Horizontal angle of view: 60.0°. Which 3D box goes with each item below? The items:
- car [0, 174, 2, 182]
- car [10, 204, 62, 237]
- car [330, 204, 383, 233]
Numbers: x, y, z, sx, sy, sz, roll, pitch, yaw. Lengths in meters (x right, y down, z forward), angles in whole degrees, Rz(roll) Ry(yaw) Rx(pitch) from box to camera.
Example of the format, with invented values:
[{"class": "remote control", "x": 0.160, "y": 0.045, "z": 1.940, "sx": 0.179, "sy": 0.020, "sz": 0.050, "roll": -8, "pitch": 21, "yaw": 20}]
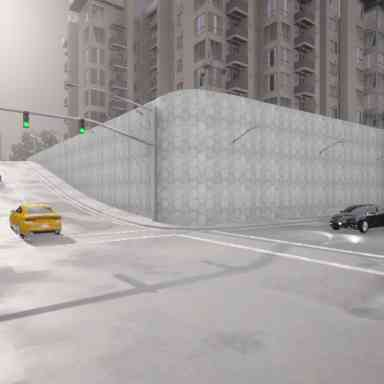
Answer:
[{"class": "car", "x": -23.277, "y": -2.080, "z": 38.459, "sx": 1.895, "sy": 1.301, "sz": 4.718, "roll": 0, "pitch": 12, "yaw": -36}, {"class": "car", "x": -8.442, "y": 1.380, "z": 17.818, "sx": 1.882, "sy": 1.535, "sz": 5.008, "roll": 0, "pitch": 2, "yaw": -36}, {"class": "car", "x": 10.192, "y": 1.505, "z": 19.868, "sx": 4.892, "sy": 1.490, "sz": 1.837, "roll": 0, "pitch": 0, "yaw": -36}]
